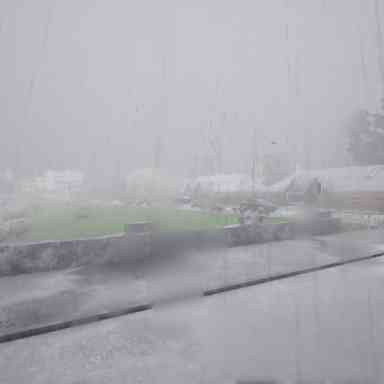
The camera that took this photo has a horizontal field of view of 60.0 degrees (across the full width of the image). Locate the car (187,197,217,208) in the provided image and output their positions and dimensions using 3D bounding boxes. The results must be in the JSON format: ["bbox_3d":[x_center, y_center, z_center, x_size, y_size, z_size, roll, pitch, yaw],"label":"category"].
[{"bbox_3d":[1.619,1.564,45.913,1.994,1.385,4.181,0,0,-36],"label":"car"}]

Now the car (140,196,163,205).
[{"bbox_3d":[-7.367,1.548,58.660,2.033,1.411,5.357,0,0,-35],"label":"car"}]

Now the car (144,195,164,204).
[{"bbox_3d":[-7.579,1.478,65.868,1.882,1.535,5.008,0,0,-35],"label":"car"}]

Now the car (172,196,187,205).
[{"bbox_3d":[-1.653,1.478,57.635,1.882,1.535,5.008,0,0,-35],"label":"car"}]

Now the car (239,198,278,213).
[{"bbox_3d":[7.466,1.505,37.703,1.837,1.490,4.892,0,0,-35],"label":"car"}]
